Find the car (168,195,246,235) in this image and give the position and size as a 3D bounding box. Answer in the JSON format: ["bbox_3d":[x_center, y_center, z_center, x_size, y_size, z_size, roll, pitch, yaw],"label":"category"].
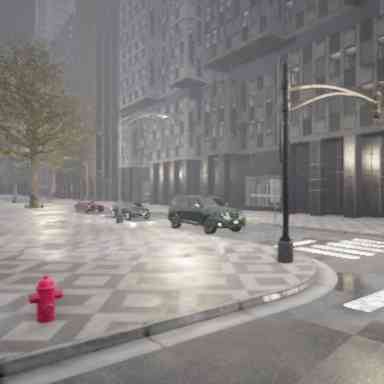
[{"bbox_3d":[0.691,1.223,19.603,2.150,2.045,5.566,0,0,-36],"label":"car"}]

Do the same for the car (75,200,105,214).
[{"bbox_3d":[-11.085,1.569,35.944,1.895,1.301,4.718,0,0,-36],"label":"car"}]

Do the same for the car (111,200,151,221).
[{"bbox_3d":[-5.153,1.490,27.707,1.837,1.490,4.892,0,0,-36],"label":"car"}]
